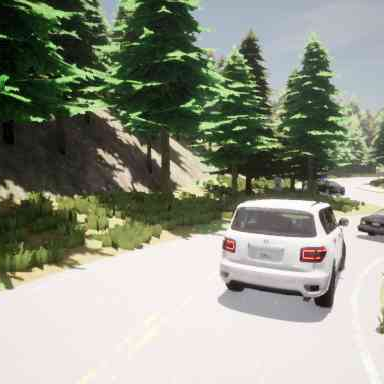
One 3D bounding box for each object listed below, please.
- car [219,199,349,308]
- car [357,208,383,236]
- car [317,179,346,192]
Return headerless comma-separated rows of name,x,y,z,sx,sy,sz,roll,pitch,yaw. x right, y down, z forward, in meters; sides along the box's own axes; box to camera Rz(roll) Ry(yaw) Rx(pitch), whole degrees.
car,2.552,1.199,8.370,2.150,2.045,5.566,3,2,27
car,10.134,1.412,15.820,5.357,1.411,2.033,-1,5,-32
car,16.076,-0.557,38.921,1.882,1.535,5.008,-1,5,-2
